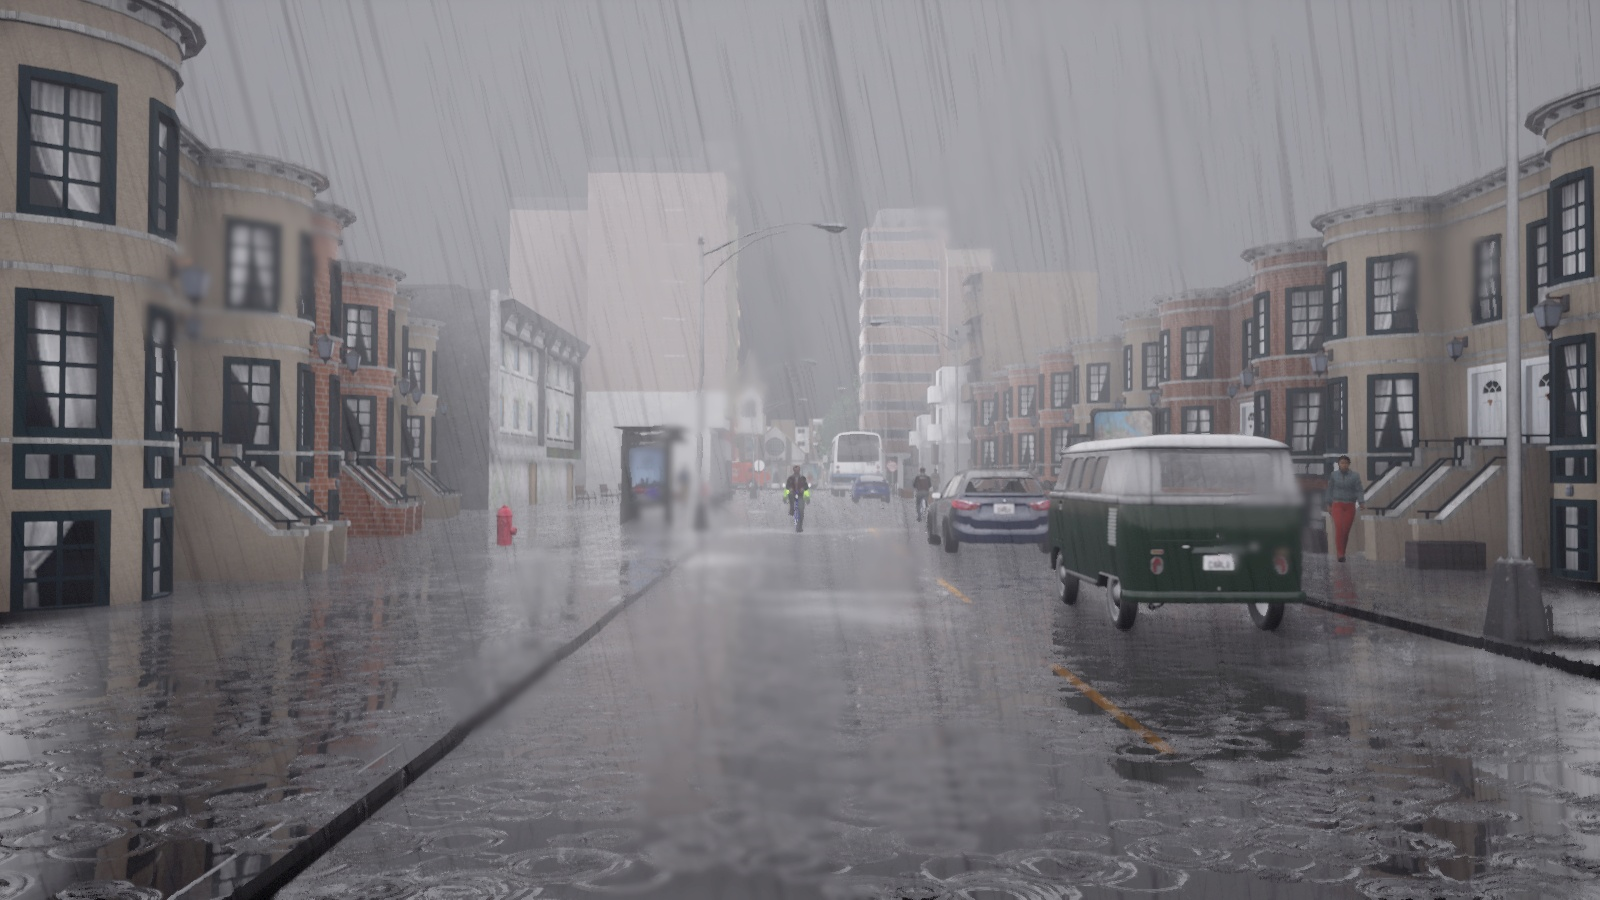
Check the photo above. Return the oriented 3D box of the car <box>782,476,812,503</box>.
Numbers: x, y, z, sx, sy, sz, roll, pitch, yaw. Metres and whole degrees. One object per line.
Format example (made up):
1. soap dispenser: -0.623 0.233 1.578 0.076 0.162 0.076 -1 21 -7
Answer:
1. car: -0.153 2.040 64.545 1.481 1.376 2.207 0 -2 0

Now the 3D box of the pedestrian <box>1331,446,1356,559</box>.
1. pedestrian: 9.042 0.869 20.896 0.353 1.847 0.614 -1 -1 22

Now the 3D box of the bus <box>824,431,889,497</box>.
1. bus: 3.755 0.990 86.402 3.944 4.253 10.273 0 -1 0

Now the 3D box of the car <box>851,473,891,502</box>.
1. car: 3.831 2.017 68.385 1.882 1.535 5.008 0 -1 0

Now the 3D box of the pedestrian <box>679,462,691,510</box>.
1. pedestrian: -4.716 1.479 51.564 0.423 1.949 0.788 0 -1 2

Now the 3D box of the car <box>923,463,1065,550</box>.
1. car: 3.940 1.123 26.373 2.242 1.667 4.611 0 -1 0

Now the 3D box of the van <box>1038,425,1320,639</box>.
1. van: 3.967 0.807 13.973 1.775 1.987 4.442 0 -1 0
